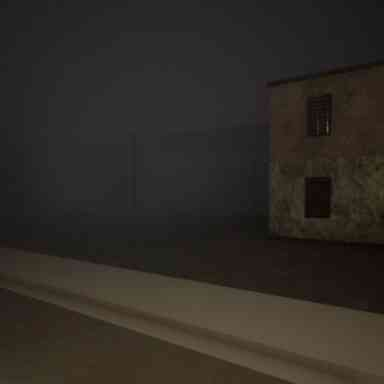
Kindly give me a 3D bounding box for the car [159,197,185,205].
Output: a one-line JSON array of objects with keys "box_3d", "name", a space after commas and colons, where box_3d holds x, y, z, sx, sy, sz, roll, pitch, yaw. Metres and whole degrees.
[{"box_3d": [-3.775, 1.669, 63.399, 5.008, 1.535, 1.882, 1, 0, -16], "name": "car"}]
